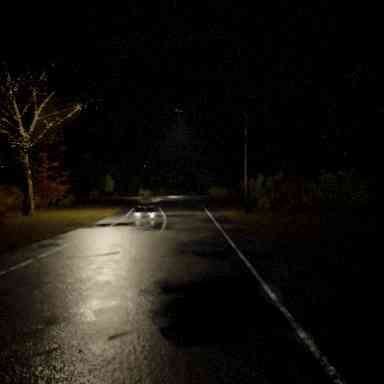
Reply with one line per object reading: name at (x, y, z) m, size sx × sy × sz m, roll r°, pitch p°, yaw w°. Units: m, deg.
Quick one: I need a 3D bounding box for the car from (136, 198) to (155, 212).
car at (-5.256, 1.449, 37.868) m, size 1.882 × 1.535 × 5.008 m, roll 0°, pitch 0°, yaw -7°
